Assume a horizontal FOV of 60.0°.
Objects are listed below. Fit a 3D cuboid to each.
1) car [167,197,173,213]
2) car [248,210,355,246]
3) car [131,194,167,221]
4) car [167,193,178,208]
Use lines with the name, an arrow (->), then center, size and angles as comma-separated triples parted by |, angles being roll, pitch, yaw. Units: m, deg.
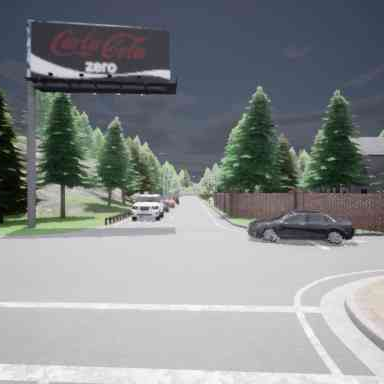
car -> -3.577, 1.564, 37.303 | 1.994, 1.385, 4.181 | 0, 0, 0
car -> 5.182, 1.663, 16.071 | 4.892, 1.490, 1.837 | 1, 1, 6
car -> -3.587, 1.221, 27.822 | 2.150, 2.045, 5.566 | 0, 0, 0
car -> -3.558, 1.353, 47.444 | 2.097, 1.767, 4.553 | 0, 0, 0
